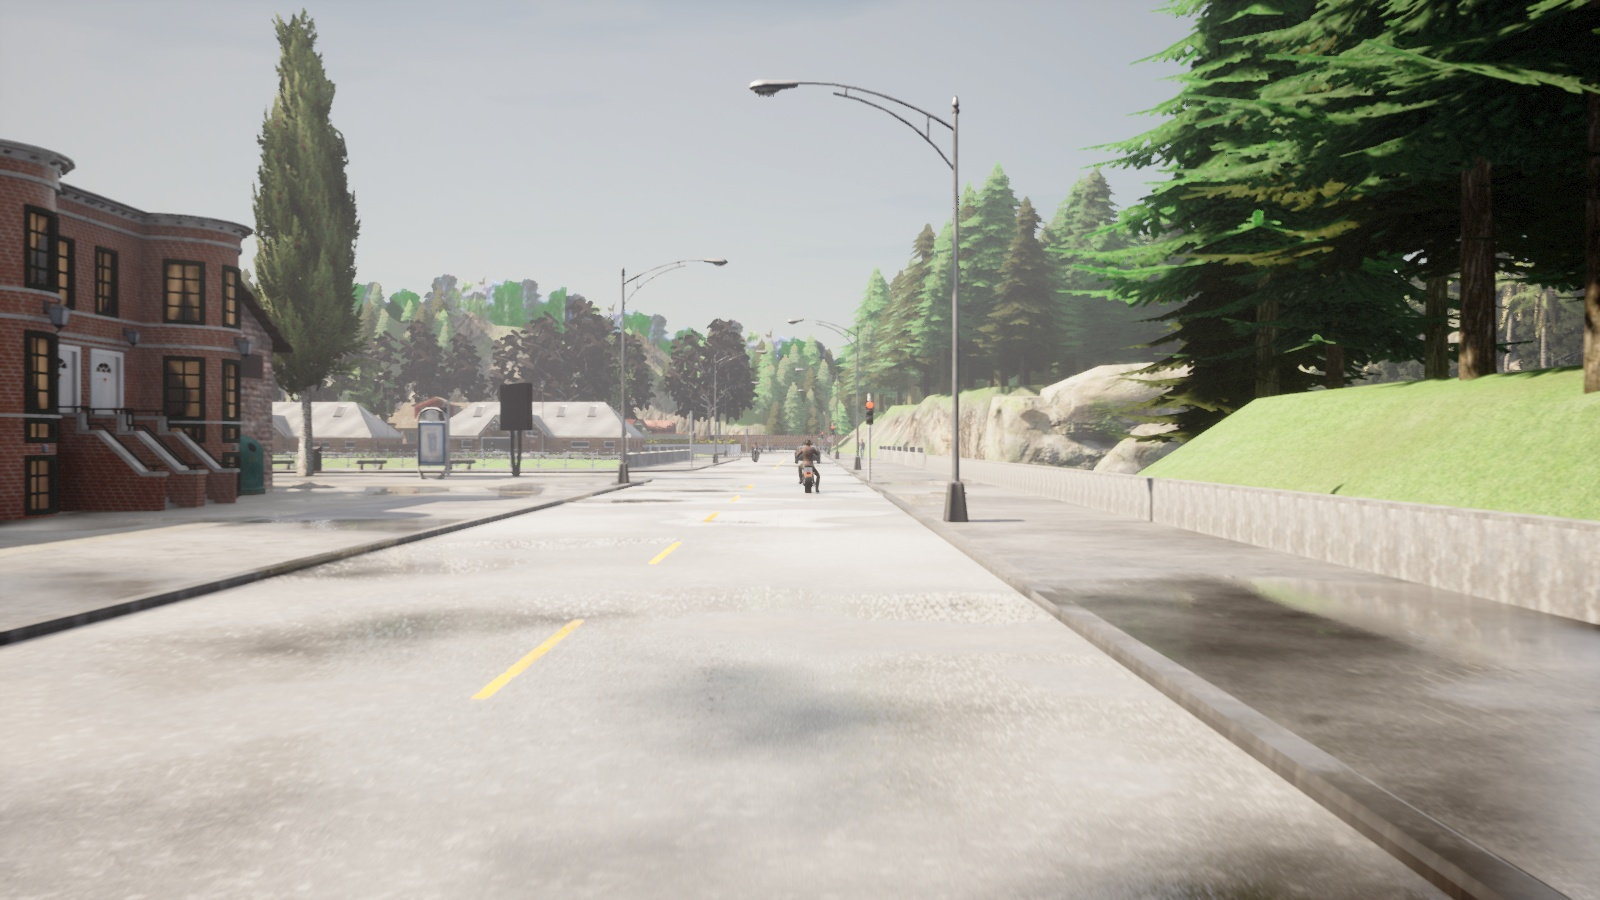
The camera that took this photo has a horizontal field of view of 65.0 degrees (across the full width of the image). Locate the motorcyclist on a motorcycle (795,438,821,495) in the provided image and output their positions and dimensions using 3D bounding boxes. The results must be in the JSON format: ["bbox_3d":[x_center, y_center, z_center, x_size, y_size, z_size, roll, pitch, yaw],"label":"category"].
[{"bbox_3d":[0.240,0.485,37.645,0.766,1.649,2.350,0,0,0],"label":"motorcyclist on a motorcycle"}]
